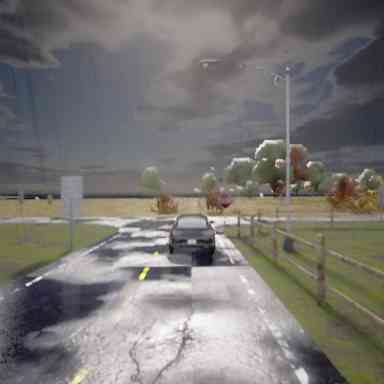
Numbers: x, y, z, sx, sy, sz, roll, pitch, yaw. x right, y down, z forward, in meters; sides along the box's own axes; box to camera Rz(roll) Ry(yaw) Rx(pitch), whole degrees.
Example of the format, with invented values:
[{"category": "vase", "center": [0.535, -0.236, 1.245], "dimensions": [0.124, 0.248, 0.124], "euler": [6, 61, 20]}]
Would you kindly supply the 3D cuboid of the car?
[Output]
[{"category": "car", "center": [0.009, 1.660, 14.364], "dimensions": [1.812, 1.442, 4.674], "euler": [0, 0, 0]}]
